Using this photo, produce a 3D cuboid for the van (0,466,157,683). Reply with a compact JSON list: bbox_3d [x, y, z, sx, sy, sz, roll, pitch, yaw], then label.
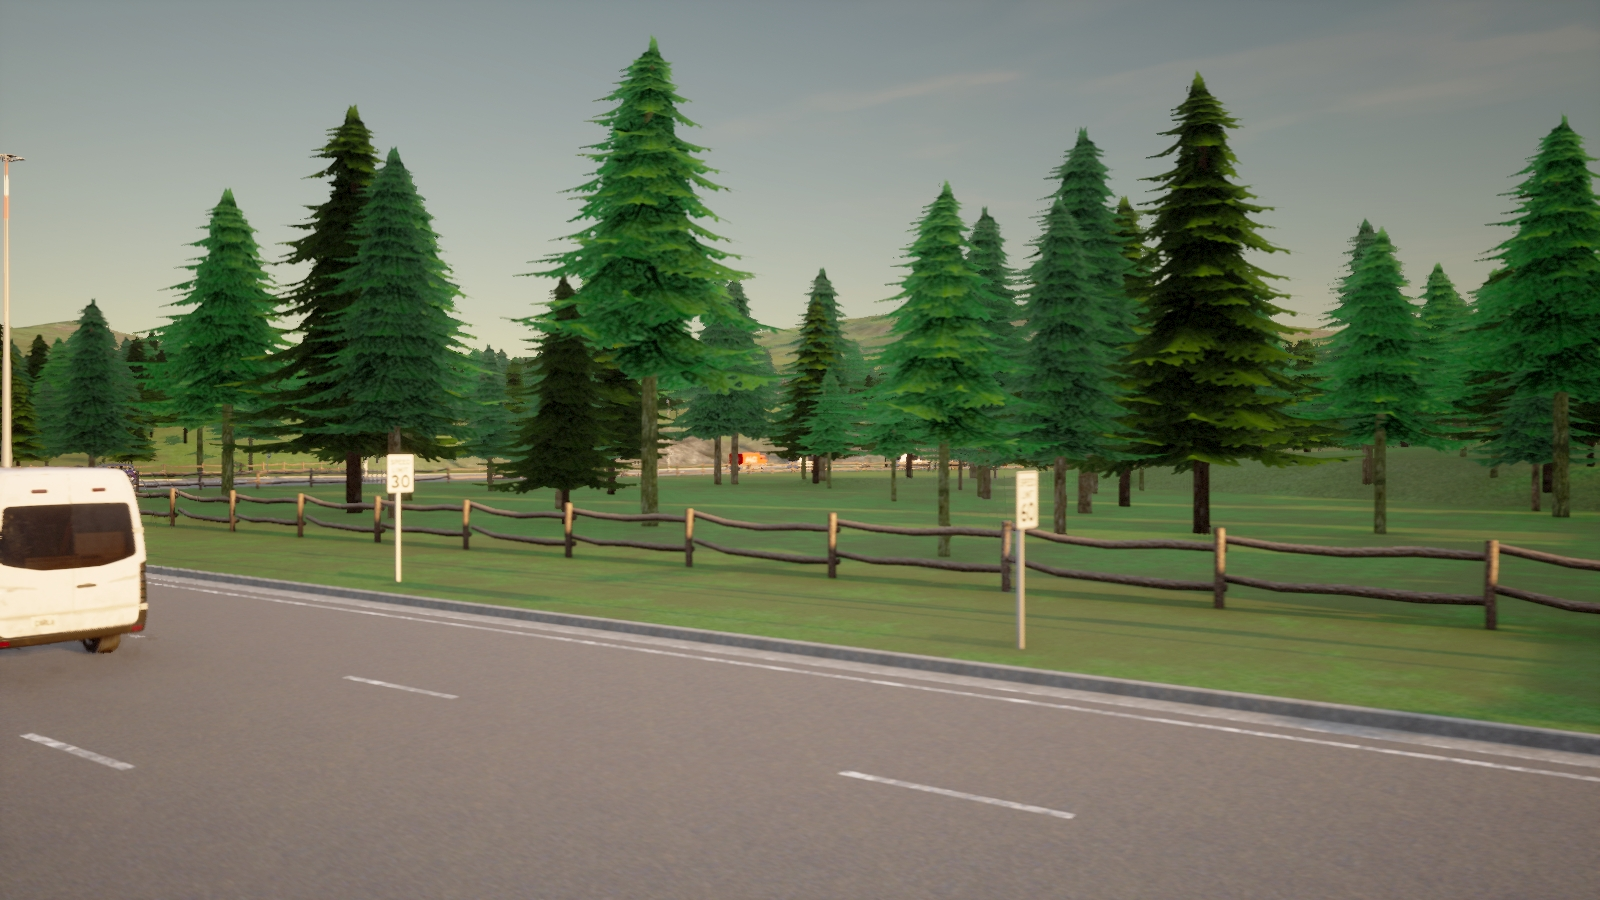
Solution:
[{"bbox_3d":[-11.587,1.533,16.143,5.915,2.561,1.988,0,0,35],"label":"van"}]
